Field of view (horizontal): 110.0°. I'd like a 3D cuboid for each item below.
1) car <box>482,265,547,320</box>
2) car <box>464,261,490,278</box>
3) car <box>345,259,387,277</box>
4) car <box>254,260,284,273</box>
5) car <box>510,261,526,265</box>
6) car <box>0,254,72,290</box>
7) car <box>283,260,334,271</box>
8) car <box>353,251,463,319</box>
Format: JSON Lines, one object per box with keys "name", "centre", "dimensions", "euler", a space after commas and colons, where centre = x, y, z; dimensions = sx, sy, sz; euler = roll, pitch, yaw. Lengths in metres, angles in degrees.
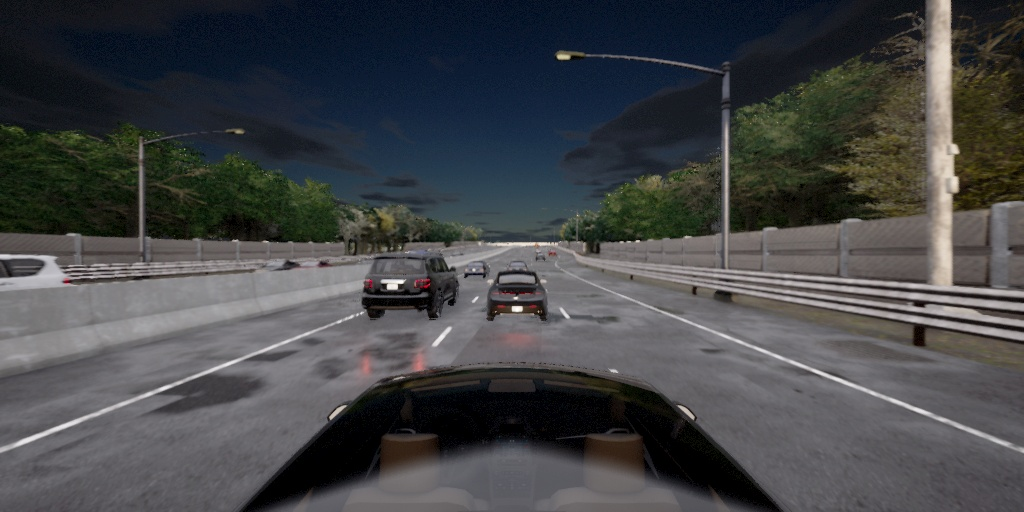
{"name": "car", "centre": [0.174, 1.231, 12.520], "dimensions": [1.837, 1.490, 4.892], "euler": [0, 0, 1]}
{"name": "car", "centre": [-2.989, 1.148, 31.373], "dimensions": [2.033, 1.411, 5.357], "euler": [0, 1, 2]}
{"name": "car", "centre": [-13.606, 1.075, 33.855], "dimensions": [1.837, 1.490, 4.892], "euler": [0, 1, 2]}
{"name": "car", "centre": [-20.656, 1.120, 32.015], "dimensions": [1.812, 1.442, 4.674], "euler": [0, 1, 2]}
{"name": "car", "centre": [0.518, 1.145, 31.574], "dimensions": [2.033, 1.411, 5.357], "euler": [0, 1, 2]}
{"name": "car", "centre": [-14.067, 0.960, 8.227], "dimensions": [2.150, 2.045, 5.566], "euler": [0, 0, 0]}
{"name": "car", "centre": [-17.182, 1.129, 31.116], "dimensions": [1.812, 1.442, 4.674], "euler": [0, 1, 2]}
{"name": "car", "centre": [-3.328, 0.945, 12.751], "dimensions": [2.150, 2.045, 5.566], "euler": [0, 0, 1]}
